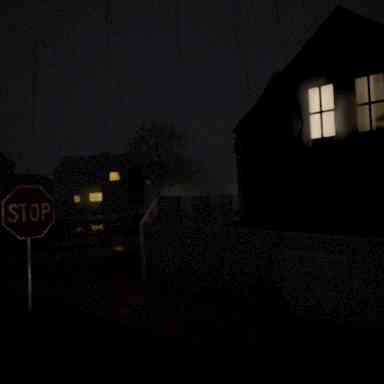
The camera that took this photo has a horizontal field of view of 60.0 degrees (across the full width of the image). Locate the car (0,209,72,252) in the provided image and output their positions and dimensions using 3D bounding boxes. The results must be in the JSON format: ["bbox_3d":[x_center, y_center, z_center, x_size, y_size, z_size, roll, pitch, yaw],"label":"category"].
[{"bbox_3d":[-6.754,1.388,12.930,2.128,1.511,4.902,-4,-2,17],"label":"car"}]
